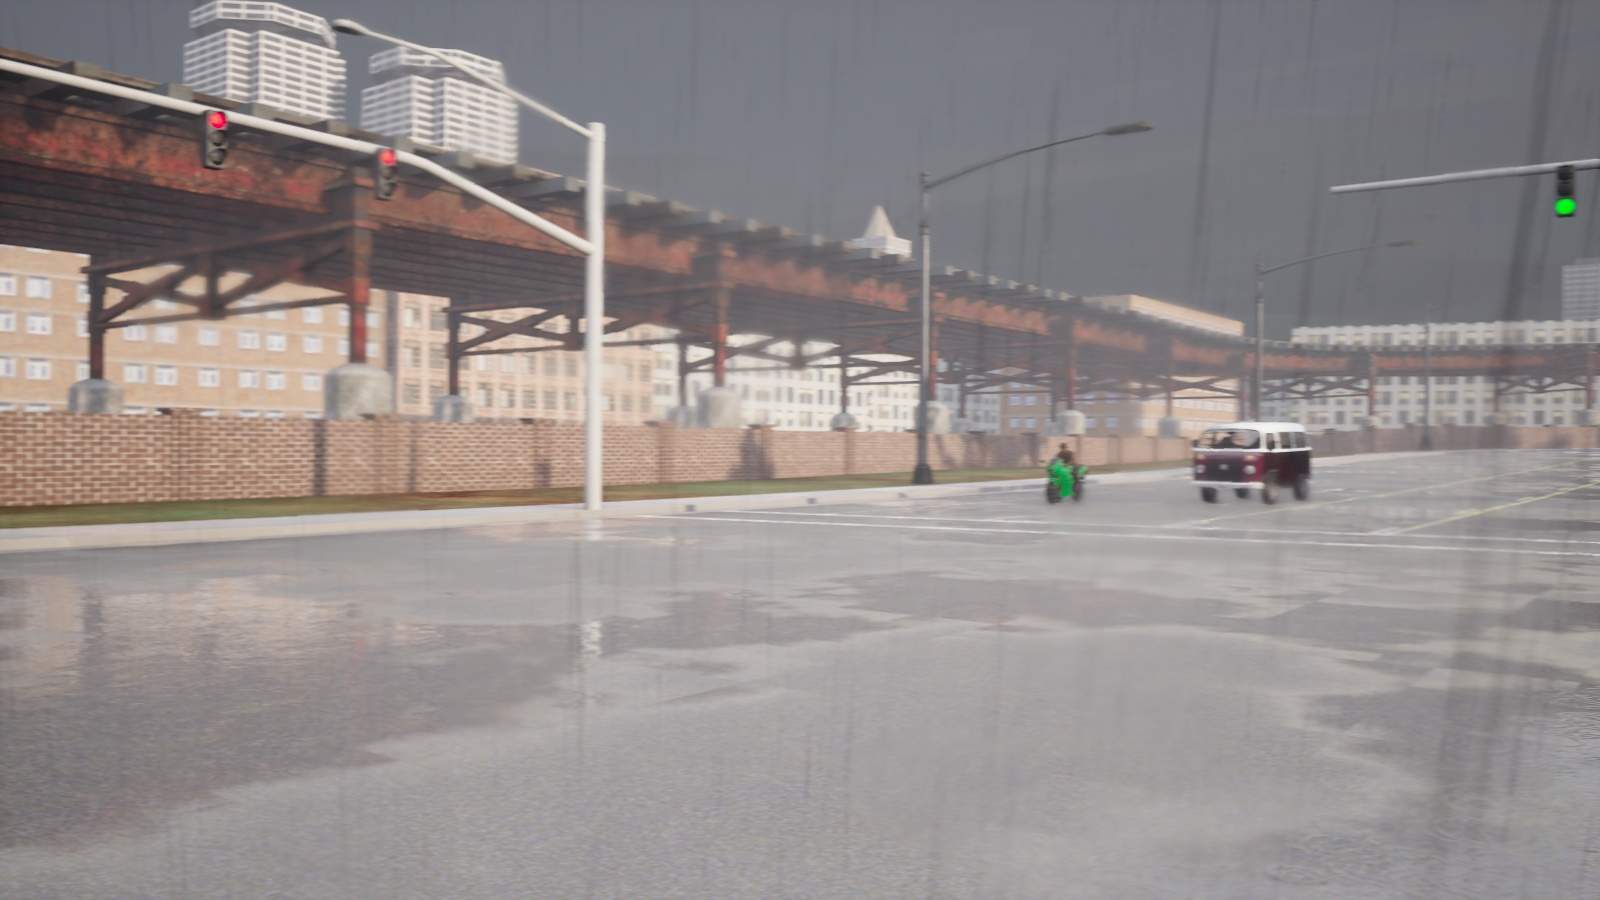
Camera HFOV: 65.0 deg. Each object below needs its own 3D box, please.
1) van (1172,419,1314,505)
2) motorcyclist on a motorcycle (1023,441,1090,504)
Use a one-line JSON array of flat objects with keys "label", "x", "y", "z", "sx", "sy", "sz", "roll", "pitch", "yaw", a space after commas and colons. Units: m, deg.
[{"label": "van", "x": 11.327, "y": 0.252, "z": 31.939, "sx": 2.069, "sy": 2.038, "sz": 4.480, "roll": 0, "pitch": 1, "yaw": 38}, {"label": "motorcyclist on a motorcycle", "x": 6.414, "y": 0.542, "z": 31.347, "sx": 0.797, "sy": 1.523, "sz": 2.044, "roll": 0, "pitch": 1, "yaw": 38}]
